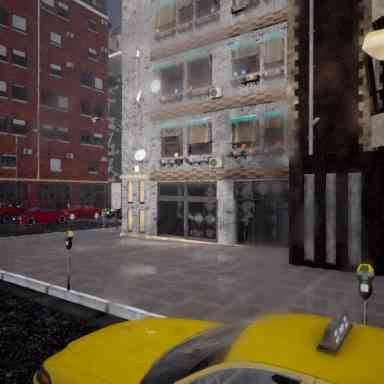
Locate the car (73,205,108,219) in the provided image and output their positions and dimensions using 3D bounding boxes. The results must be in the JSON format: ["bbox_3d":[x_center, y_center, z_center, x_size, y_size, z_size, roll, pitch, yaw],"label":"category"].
[{"bbox_3d":[-10.854,1.924,32.288,1.887,1.381,4.507,-1,-2,35],"label":"car"}]

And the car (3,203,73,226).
[{"bbox_3d":[-12.004,1.851,26.174,1.994,1.385,4.181,0,-1,35],"label":"car"}]

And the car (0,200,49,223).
[{"bbox_3d":[-14.151,1.591,27.650,2.192,1.841,5.009,-1,-2,35],"label":"car"}]

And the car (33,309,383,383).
[{"bbox_3d":[0.736,1.525,2.350,4.829,1.417,1.752,0,0,36],"label":"car"}]

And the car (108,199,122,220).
[{"bbox_3d":[-6.448,1.682,33.995,2.150,2.045,5.566,0,-1,35],"label":"car"}]
